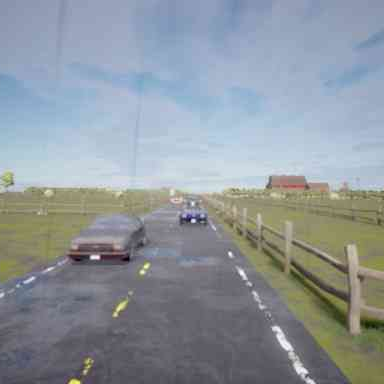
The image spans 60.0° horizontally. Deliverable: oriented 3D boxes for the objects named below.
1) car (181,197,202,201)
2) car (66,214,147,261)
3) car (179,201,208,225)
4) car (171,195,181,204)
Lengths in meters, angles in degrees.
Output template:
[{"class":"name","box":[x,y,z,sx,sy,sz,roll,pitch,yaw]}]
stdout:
[{"class":"car","box":[0.101,1.312,38.675,2.097,1.767,4.553,0,0,0]},{"class":"car","box":[-2.851,1.535,12.439,2.033,1.411,5.357,0,0,0]},{"class":"car","box":[0.099,1.577,23.528,1.895,1.301,4.718,0,0,0]},{"class":"car","box":[-2.747,1.292,60.934,2.097,1.767,4.553,0,0,0]}]
